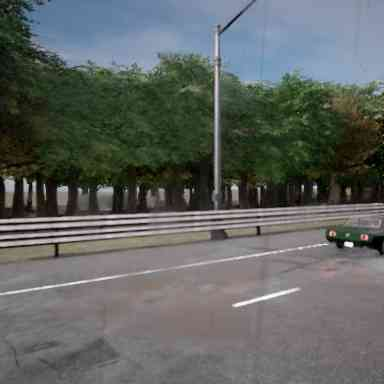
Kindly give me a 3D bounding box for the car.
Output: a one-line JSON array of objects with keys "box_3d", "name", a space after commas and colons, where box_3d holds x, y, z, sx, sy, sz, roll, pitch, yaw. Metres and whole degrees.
[{"box_3d": [7.531, 1.617, 13.398, 4.718, 1.301, 1.895, 0, 0, -35], "name": "car"}]
